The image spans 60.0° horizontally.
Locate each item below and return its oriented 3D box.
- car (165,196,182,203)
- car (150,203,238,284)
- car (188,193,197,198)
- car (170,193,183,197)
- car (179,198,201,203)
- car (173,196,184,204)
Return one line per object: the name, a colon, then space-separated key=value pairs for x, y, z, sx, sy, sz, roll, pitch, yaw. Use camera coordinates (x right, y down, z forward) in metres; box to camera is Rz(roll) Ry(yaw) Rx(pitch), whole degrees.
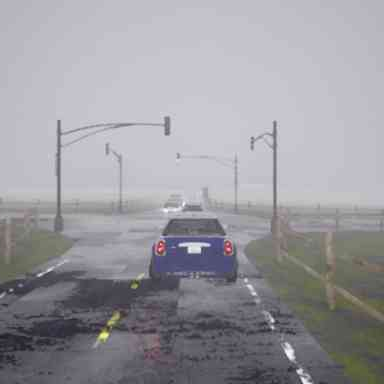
car: x=-2.823 y=1.589 z=46.700 sx=1.994 sy=1.385 sz=4.181 roll=0 pitch=0 yaw=0
car: x=0.021 y=1.357 z=9.781 sx=2.097 sy=1.767 sz=4.553 roll=0 pitch=0 yaw=-1
car: x=0.164 y=1.281 z=87.402 sx=2.150 sy=2.045 sz=5.566 roll=0 pitch=0 yaw=0
car: x=-2.724 y=1.253 z=56.164 sx=2.150 sy=2.045 sz=5.566 roll=0 pitch=0 yaw=0
car: x=0.095 y=1.551 z=27.656 sx=1.837 sy=1.490 sz=4.892 roll=1 pitch=0 yaw=0
car: x=-2.665 y=1.587 z=66.831 sx=2.033 sy=1.411 sz=5.357 roll=0 pitch=0 yaw=0
